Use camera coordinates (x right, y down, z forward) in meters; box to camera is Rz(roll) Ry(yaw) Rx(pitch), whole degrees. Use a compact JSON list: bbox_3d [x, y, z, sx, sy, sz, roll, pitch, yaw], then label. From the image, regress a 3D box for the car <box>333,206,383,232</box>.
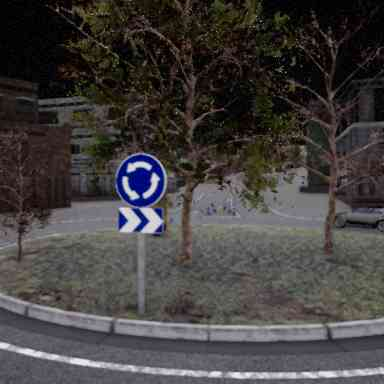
[{"bbox_3d":[10.438,1.523,19.747,1.994,1.385,4.181,0,0,-32],"label":"car"}]
